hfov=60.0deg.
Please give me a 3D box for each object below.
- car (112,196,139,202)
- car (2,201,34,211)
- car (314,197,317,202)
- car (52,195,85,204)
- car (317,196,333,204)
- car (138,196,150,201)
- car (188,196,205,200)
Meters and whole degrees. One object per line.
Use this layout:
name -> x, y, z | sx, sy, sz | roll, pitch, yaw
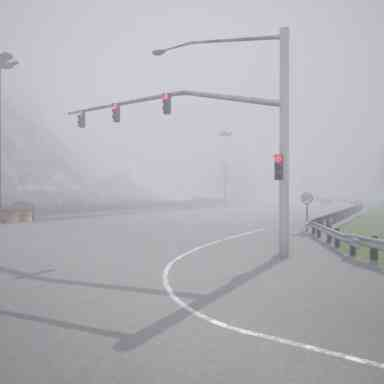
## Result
car -> -9.163, 1.539, 41.358 | 1.895, 1.301, 4.718 | 0, 0, 32
car -> -16.218, 1.500, 30.288 | 1.994, 1.385, 4.181 | 0, 0, 33
car -> 28.159, 1.520, 72.898 | 2.033, 1.411, 5.357 | 0, 0, 7
car -> -17.670, 1.268, 47.556 | 2.097, 1.767, 4.553 | 0, 0, 32
car -> 25.604, 1.548, 63.310 | 1.994, 1.385, 4.181 | 0, 0, 16
car -> -9.582, 1.396, 60.597 | 1.882, 1.535, 5.008 | 0, 0, 29
car -> 0.800, 1.433, 57.822 | 2.128, 1.511, 4.902 | 0, 0, 27
